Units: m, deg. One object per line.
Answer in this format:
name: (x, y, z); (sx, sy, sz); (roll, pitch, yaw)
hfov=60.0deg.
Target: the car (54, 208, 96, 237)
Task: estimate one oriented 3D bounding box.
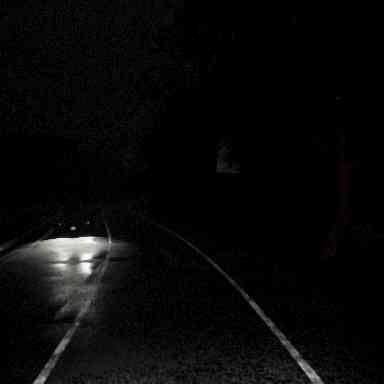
car: (-6.419, 1.627, 18.545); (1.994, 1.385, 4.181); (-2, 0, -15)
